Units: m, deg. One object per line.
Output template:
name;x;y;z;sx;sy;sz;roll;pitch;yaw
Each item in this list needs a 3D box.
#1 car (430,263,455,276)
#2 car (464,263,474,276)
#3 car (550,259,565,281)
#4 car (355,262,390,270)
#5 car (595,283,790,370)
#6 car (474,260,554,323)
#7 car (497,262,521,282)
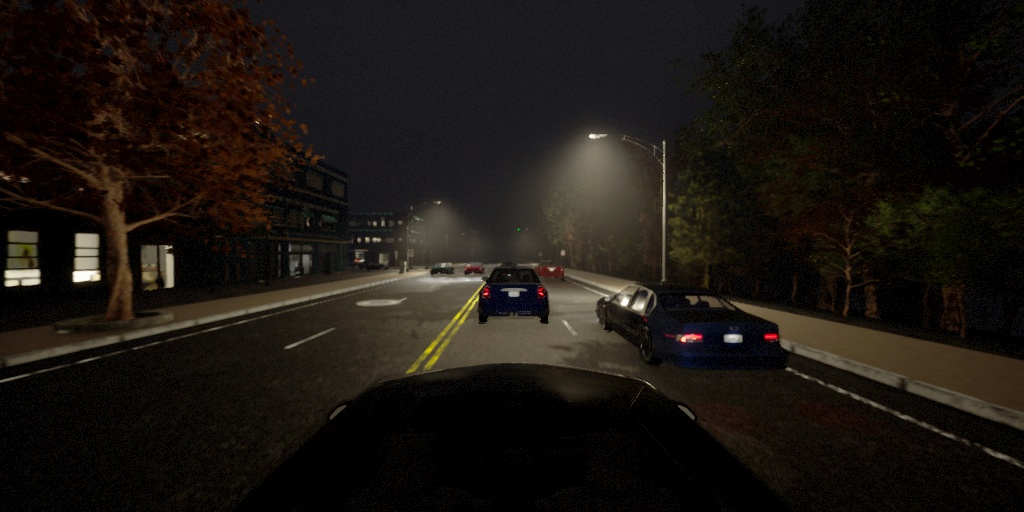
car;-7.035;1.349;36.562;1.895;1.301;4.718;0;0;-1
car;-3.786;1.348;36.654;1.895;1.301;4.718;0;0;-1
car;3.009;1.098;29.621;2.097;1.767;4.553;0;0;-1
car;-20.702;1.566;54.154;4.313;1.339;1.948;0;0;-1
car;3.327;1.296;7.930;2.033;1.411;5.357;0;0;0
car;0.025;1.100;12.313;2.097;1.767;4.553;0;0;-1
car;-0.251;1.252;30.252;1.837;1.490;4.892;0;0;-1
